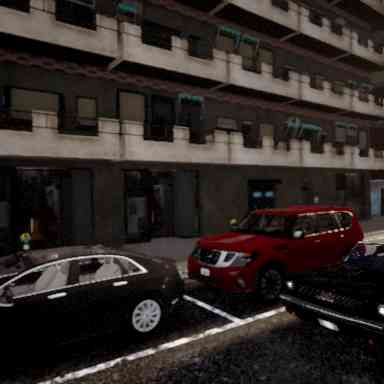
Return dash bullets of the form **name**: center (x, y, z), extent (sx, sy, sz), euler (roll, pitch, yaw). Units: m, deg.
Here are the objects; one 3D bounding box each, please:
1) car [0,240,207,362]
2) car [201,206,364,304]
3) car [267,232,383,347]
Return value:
- **car**: center (-2.178, 1.549, 5.024), extent (4.403, 1.369, 2.008), euler (0, -1, -35)
- **car**: center (2.316, 1.301, 8.235), extent (5.009, 1.841, 2.192), euler (0, -1, -35)
- **car**: center (3.749, 1.587, 6.054), extent (4.718, 1.301, 1.895), euler (0, 0, -36)
